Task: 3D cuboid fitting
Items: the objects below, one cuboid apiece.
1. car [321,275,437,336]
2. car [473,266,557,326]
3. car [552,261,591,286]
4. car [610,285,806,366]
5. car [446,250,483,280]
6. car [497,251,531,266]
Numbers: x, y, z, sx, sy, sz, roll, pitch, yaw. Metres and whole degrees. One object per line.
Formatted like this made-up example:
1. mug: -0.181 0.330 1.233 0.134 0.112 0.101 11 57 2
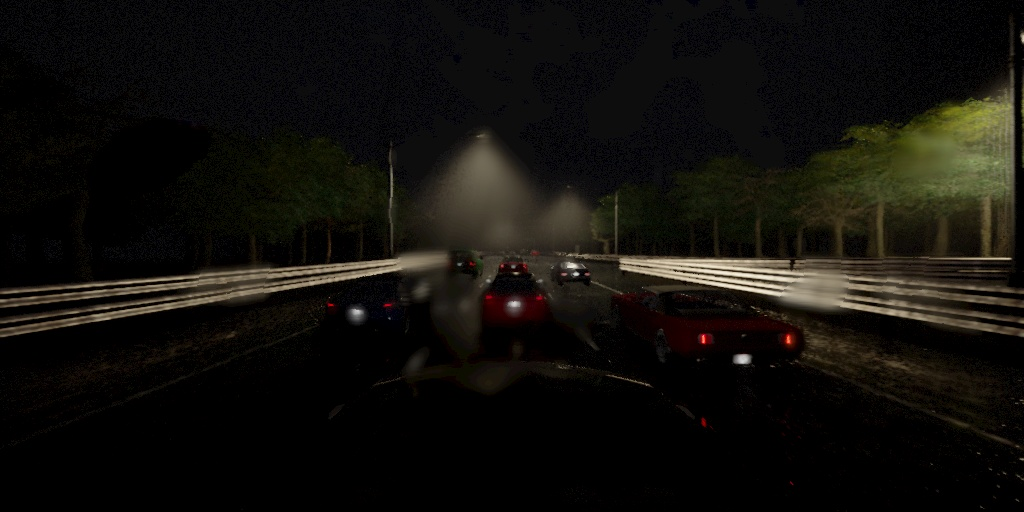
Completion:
1. car: -3.422 1.207 9.988 1.994 1.385 4.181 0 1 0
2. car: 0.087 1.191 11.139 1.994 1.385 4.181 0 1 0
3. car: 3.576 1.008 22.333 2.033 1.411 5.357 0 1 0
4. car: 3.571 1.273 7.742 1.895 1.301 4.718 0 1 0
5. car: -3.398 0.610 26.398 2.150 2.045 5.566 0 1 0
6. car: 0.101 0.730 27.069 2.097 1.767 4.553 0 1 0
